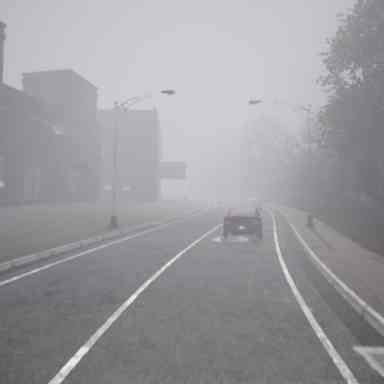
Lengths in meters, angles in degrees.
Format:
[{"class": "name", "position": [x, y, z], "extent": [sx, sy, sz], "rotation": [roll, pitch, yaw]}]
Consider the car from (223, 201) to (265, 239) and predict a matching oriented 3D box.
[{"class": "car", "position": [2.780, 1.462, 17.600], "extent": [1.882, 1.535, 5.008], "rotation": [0, 0, 12]}]

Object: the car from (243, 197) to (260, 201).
[{"class": "car", "position": [6.902, 1.353, 38.365], "extent": [1.812, 1.442, 4.674], "rotation": [0, 1, 8]}]
